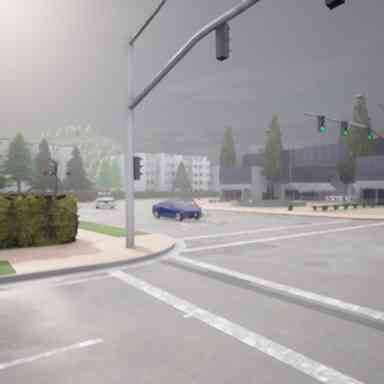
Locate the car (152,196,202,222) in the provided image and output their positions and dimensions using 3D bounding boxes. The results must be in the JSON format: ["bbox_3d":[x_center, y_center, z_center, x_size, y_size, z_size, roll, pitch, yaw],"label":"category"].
[{"bbox_3d":[-1.237,1.365,25.734,1.882,1.535,5.008,-1,0,-37],"label":"car"}]

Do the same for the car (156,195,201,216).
[{"bbox_3d":[-1.390,1.211,31.971,2.097,1.767,4.553,0,0,-35],"label":"car"}]

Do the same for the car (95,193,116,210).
[{"bbox_3d":[-11.058,1.097,42.085,2.150,2.045,5.566,-1,0,-19],"label":"car"}]
